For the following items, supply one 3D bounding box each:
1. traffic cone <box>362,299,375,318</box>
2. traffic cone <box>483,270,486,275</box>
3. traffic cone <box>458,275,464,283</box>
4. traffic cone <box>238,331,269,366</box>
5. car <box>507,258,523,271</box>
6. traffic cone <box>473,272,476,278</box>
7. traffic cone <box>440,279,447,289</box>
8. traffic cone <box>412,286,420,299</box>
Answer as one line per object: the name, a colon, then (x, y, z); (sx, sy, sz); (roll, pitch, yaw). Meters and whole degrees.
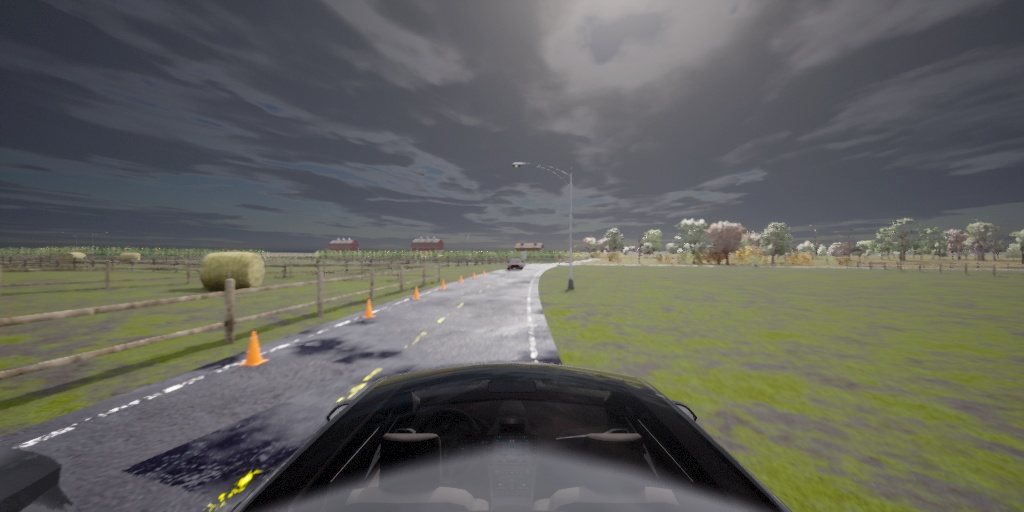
traffic cone: (-4.660, 1.693, 11.690); (0.340, 0.580, 0.340); (0, 0, 2)
traffic cone: (-2.835, 1.694, 36.814); (0.340, 0.580, 0.340); (0, 0, 6)
traffic cone: (-3.801, 1.693, 26.782); (0.340, 0.580, 0.340); (0, 0, 5)
traffic cone: (-4.789, 1.693, 6.653); (0.340, 0.580, 0.340); (0, 0, 1)
car: (0.440, 1.099, 50.298); (2.097, 1.767, 4.553); (0, 0, 1)
traffic cone: (-3.357, 1.693, 31.802); (0.340, 0.580, 0.340); (0, 0, 5)
traffic cone: (-4.166, 1.693, 21.756); (0.340, 0.580, 0.340); (0, 0, 4)
traffic cone: (-4.452, 1.693, 16.726); (0.340, 0.580, 0.340); (0, 0, 3)
